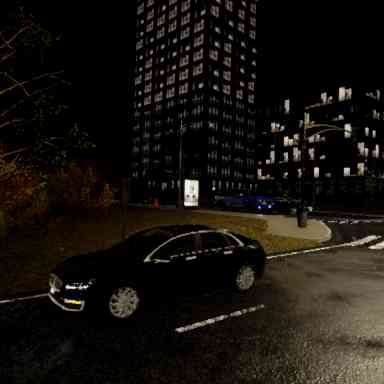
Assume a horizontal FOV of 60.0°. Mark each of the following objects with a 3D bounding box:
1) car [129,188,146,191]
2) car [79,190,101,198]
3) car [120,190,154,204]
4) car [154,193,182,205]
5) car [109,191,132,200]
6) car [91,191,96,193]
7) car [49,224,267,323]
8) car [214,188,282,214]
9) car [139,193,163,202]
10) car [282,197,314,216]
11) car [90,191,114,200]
[{"bbox_3d":[-9.427,0.432,54.062,2.150,2.045,5.566,3,-2,-42],"label":"car"},{"bbox_3d":[-20.221,0.471,65.840,2.033,1.411,5.357,3,-1,-43],"label":"car"},{"bbox_3d":[-6.909,0.788,41.013,1.895,1.301,4.718,3,-1,-41],"label":"car"},{"bbox_3d":[-2.093,0.848,40.372,1.882,1.535,5.008,3,-1,-40],"label":"car"},{"bbox_3d":[-13.632,0.644,63.405,2.128,1.511,4.902,3,-1,-43],"label":"car"},{"bbox_3d":[-17.457,-0.096,53.168,2.097,1.767,4.553,3,-1,-42],"label":"car"},{"bbox_3d":[-0.472,1.509,7.278,4.892,1.490,1.837,1,0,-35],"label":"car"},{"bbox_3d":[4.240,0.727,27.684,2.150,2.045,5.566,3,-1,-39],"label":"car"},{"bbox_3d":[-6.880,0.901,55.991,1.994,1.385,4.181,3,-1,-41],"label":"car"},{"bbox_3d":[7.906,1.145,28.314,2.128,1.511,4.902,3,-1,-40],"label":"car"},{"bbox_3d":[-15.031,0.634,55.295,1.895,1.301,4.718,3,-1,-42],"label":"car"}]
